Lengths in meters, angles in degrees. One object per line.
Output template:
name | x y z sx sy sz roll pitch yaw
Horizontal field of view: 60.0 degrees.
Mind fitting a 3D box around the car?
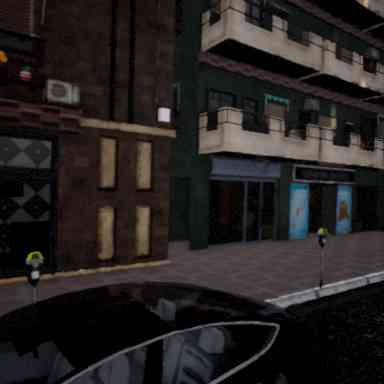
car | -0.812 1.506 2.397 4.313 1.339 1.947 1 1 -34
